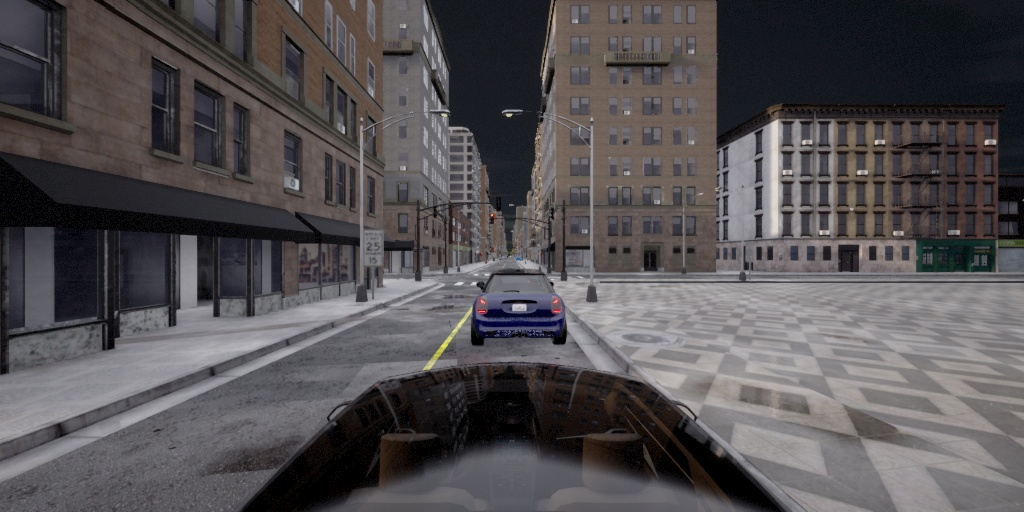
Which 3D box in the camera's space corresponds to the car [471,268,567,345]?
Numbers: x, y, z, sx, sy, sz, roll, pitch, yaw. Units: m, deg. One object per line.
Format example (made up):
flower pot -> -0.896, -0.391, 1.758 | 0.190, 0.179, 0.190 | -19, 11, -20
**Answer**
car -> 0.102, 1.101, 9.640 | 2.097, 1.767, 4.553 | 0, 0, -1
